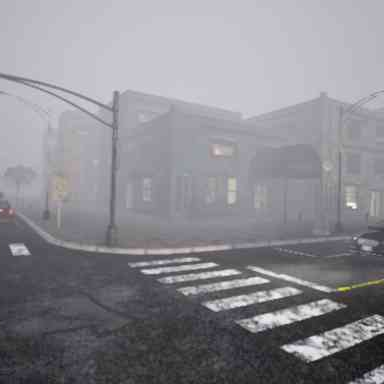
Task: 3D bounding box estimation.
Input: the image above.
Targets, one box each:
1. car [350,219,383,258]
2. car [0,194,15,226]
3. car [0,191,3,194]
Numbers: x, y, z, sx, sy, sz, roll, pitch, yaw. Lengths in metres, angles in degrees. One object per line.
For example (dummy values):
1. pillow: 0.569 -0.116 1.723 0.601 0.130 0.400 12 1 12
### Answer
1. car: 8.000 1.689 12.458 4.902 1.511 2.128 2 -1 -30
2. car: -11.553 1.088 19.559 1.967 1.590 4.097 3 -1 -32
3. car: -17.538 0.777 29.196 2.192 1.841 5.009 3 -1 -32
